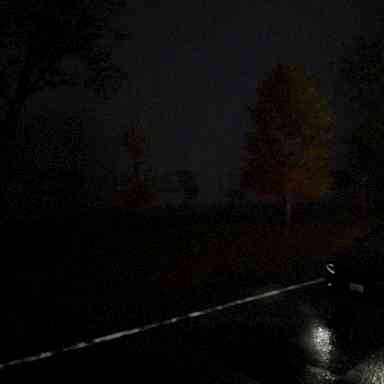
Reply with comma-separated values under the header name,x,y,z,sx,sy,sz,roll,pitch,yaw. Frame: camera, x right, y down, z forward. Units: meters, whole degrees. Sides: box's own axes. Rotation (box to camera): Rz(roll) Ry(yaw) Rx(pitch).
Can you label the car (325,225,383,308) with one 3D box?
name,x,y,z,sx,sy,sz,roll,pitch,yaw
car,4.984,1.429,7.452,5.008,1.535,1.882,0,0,-36
